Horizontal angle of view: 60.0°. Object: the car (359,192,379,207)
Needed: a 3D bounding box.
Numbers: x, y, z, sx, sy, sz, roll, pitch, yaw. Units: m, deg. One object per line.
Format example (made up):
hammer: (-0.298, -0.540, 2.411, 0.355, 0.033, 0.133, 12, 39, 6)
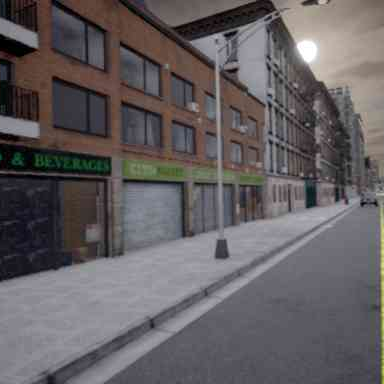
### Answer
car: (25.267, 1.041, 47.477, 2.150, 2.045, 5.566, -2, -1, 30)
